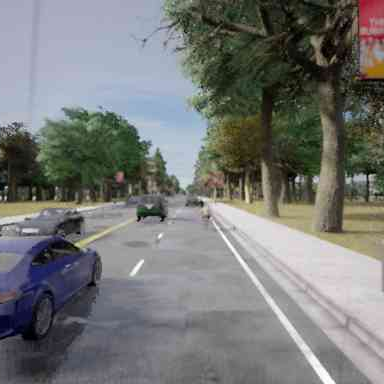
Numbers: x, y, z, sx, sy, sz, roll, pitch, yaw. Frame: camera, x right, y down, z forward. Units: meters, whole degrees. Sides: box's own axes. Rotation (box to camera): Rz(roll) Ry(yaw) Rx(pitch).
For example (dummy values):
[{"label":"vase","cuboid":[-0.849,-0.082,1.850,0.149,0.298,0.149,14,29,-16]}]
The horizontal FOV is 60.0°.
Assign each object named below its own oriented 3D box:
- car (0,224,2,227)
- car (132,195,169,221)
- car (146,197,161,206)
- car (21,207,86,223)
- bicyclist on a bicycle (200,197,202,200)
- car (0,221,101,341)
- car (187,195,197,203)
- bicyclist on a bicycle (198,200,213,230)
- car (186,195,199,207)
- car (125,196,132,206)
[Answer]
[{"label":"car","cuboid":[-9.857,1.582,13.857,1.994,1.385,4.181,0,0,0]},{"label":"car","cuboid":[-3.181,1.255,27.370,2.150,2.045,5.566,0,0,0]},{"label":"car","cuboid":[-6.577,1.614,57.186,2.033,1.411,5.357,0,0,1]},{"label":"car","cuboid":[-6.609,1.512,15.987,2.128,1.511,4.902,0,0,0]},{"label":"bicyclist on a bicycle","cuboid":[0.869,1.410,33.100,0.659,1.776,1.843,0,0,0]},{"label":"car","cuboid":[-3.156,1.535,6.384,1.812,1.442,4.674,0,0,0]},{"label":"car","cuboid":[-0.049,1.457,73.954,2.097,1.767,4.553,0,0,0]},{"label":"bicyclist on a bicycle","cuboid":[0.874,1.463,20.257,0.866,1.612,1.509,0,0,0]},{"label":"car","cuboid":[0.057,1.415,54.402,2.097,1.767,4.553,0,0,0]},{"label":"car","cuboid":[-9.840,1.417,55.784,2.097,1.767,4.553,0,0,0]}]
